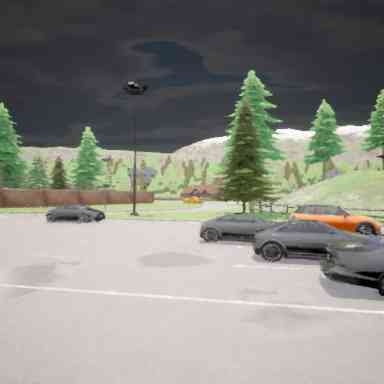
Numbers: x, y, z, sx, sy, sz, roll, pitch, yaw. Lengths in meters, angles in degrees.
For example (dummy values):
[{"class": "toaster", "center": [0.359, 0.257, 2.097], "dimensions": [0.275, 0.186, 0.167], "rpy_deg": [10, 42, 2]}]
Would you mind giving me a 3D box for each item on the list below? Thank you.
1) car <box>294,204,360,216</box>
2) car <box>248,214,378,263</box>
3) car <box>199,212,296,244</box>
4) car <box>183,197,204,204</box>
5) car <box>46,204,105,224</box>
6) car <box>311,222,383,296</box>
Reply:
[{"class": "car", "center": [7.545, 1.484, 17.964], "dimensions": [4.553, 1.767, 2.097], "rpy_deg": [1, 0, 11]}, {"class": "car", "center": [4.175, 1.643, 11.498], "dimensions": [4.181, 1.385, 1.994], "rpy_deg": [0, 0, 11]}, {"class": "car", "center": [2.406, 1.642, 15.421], "dimensions": [4.181, 1.385, 1.994], "rpy_deg": [1, 0, 11]}, {"class": "car", "center": [0.209, 1.744, 69.252], "dimensions": [5.008, 1.535, 1.882], "rpy_deg": [0, 0, 44]}, {"class": "car", "center": [-8.629, 1.584, 24.768], "dimensions": [4.181, 1.385, 1.994], "rpy_deg": [0, 0, 11]}, {"class": "car", "center": [5.779, 1.625, 7.609], "dimensions": [5.357, 1.411, 2.033], "rpy_deg": [0, 0, 11]}]
